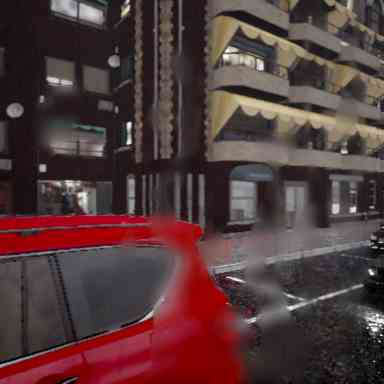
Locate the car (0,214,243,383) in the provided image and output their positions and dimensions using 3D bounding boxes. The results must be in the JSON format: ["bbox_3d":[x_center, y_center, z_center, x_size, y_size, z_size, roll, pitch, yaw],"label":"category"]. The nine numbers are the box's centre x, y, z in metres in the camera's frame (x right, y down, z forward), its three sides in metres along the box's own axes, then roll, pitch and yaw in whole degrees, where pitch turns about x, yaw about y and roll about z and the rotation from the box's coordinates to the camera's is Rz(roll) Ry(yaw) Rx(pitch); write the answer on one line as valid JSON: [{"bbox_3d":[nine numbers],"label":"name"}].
[{"bbox_3d":[-2.156,1.229,1.857,5.566,2.045,2.150,0,0,-38],"label":"car"}]

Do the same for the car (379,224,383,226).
[{"bbox_3d":[8.499,1.582,12.710,4.403,1.369,2.008,0,0,-36],"label":"car"}]

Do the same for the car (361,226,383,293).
[{"bbox_3d":[6.175,1.566,7.836,5.357,1.411,2.033,0,0,-36],"label":"car"}]
